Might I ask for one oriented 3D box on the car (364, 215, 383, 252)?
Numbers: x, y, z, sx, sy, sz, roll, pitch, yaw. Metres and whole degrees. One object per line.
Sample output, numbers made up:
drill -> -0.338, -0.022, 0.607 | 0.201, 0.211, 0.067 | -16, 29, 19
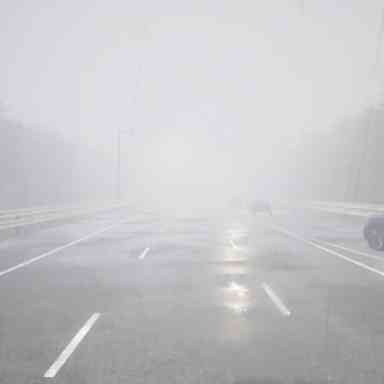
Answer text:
car -> 8.231, 1.236, 10.987 | 2.150, 2.045, 5.566 | 0, 0, -9

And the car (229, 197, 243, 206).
car -> 7.054, 1.508, 53.880 | 1.882, 1.535, 5.008 | 0, 0, 0

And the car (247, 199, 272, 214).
car -> 7.019, 1.511, 34.873 | 1.837, 1.490, 4.892 | 0, 0, 0

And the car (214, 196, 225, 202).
car -> 7.190, 1.764, 83.242 | 1.812, 1.442, 4.674 | 0, -1, 0
